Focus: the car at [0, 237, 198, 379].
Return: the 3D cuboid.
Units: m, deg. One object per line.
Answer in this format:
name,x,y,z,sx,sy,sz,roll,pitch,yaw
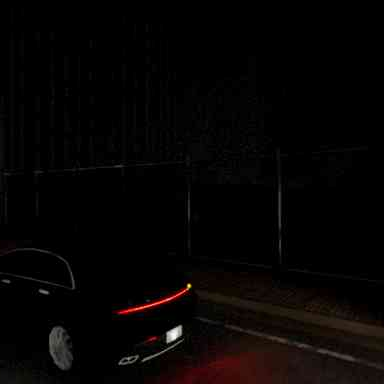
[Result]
car,-2.186,1.523,5.577,4.892,1.490,1.837,0,0,36
